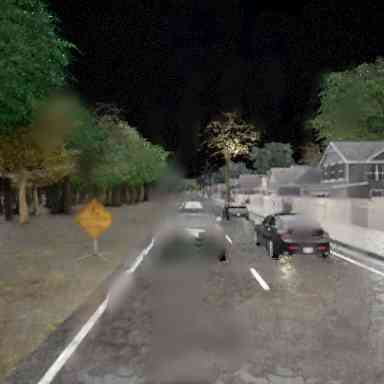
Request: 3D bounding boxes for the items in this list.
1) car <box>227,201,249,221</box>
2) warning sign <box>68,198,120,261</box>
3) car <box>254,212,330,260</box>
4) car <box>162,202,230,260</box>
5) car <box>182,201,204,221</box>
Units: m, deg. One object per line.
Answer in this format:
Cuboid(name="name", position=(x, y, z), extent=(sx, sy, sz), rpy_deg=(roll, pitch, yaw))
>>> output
Cuboid(name="car", position=(3.588, 1.534, 27.884), extent=(2.128, 1.511, 4.902), rpy_deg=(0, 0, 0))
Cuboid(name="warning sign", position=(-3.049, 1.135, 10.494), extent=(1.300, 1.860, 1.060), rpy_deg=(0, 0, 0))
Cuboid(name="car", position=(3.578, 1.527, 12.609), extent=(1.837, 1.490, 4.892), rpy_deg=(0, 0, 0))
Cuboid(name="car", position=(0.078, 1.373, 12.614), extent=(2.097, 1.767, 4.553), rpy_deg=(0, 0, 0))
Cuboid(name="car", position=(0.094, 1.568, 28.904), extent=(1.812, 1.442, 4.674), rpy_deg=(0, 0, 0))
